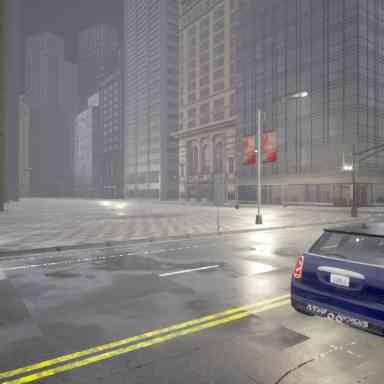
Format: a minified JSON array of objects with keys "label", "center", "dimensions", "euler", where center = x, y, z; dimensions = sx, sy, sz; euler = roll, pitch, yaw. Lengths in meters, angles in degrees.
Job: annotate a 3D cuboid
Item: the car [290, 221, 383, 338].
[{"label":"car","center":[3.965,1.352,6.286],"dimensions":[4.553,1.767,2.097],"euler":[0,0,-36]}]
